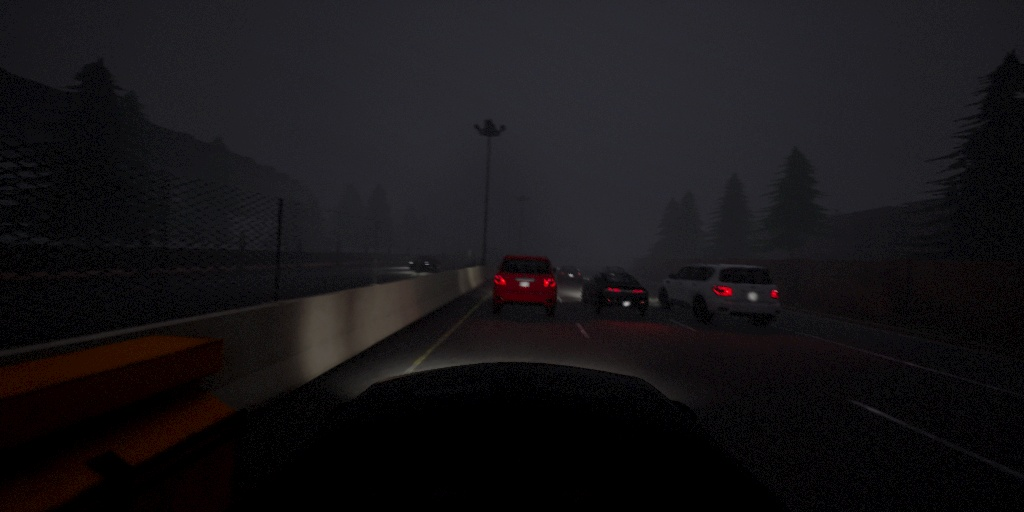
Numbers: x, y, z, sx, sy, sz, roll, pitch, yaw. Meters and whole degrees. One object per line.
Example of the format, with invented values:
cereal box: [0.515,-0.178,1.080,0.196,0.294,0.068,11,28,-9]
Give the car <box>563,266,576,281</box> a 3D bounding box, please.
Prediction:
car: [4.791,1.526,30.530,1.994,1.385,4.181,3,0,3]

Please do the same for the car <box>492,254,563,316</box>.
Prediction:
car: [0.529,0.989,13.922,2.150,2.045,5.566,3,0,3]

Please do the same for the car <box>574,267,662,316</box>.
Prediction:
car: [4.053,1.425,14.679,2.128,1.511,4.902,3,0,3]

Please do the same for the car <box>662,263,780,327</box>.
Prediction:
car: [7.517,1.314,13.666,2.150,2.045,5.566,3,0,3]

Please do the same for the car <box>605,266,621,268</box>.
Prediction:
car: [8.255,1.615,29.704,2.128,1.511,4.902,3,0,3]

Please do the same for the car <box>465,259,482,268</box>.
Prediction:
car: [-4.698,1.080,46.539,1.994,1.385,4.181,3,0,7]

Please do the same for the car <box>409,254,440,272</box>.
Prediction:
car: [-9.001,0.670,37.146,2.097,1.767,4.553,3,0,4]
